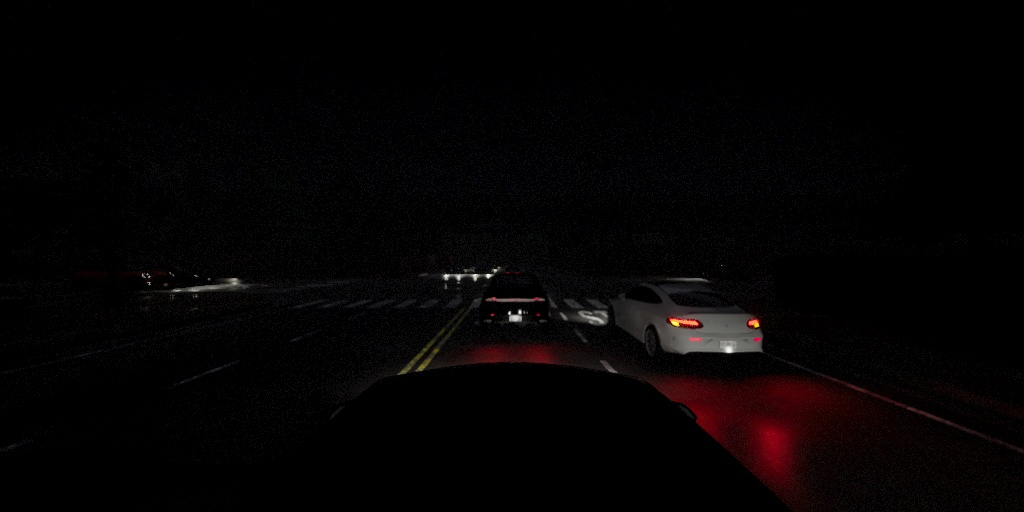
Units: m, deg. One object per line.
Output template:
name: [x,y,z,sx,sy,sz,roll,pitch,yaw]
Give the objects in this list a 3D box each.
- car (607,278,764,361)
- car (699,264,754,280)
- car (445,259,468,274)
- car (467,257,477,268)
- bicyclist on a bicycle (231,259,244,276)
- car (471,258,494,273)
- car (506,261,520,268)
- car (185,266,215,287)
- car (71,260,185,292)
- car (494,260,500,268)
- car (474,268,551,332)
car: [3.585,1.303,8.234,1.812,1.442,4.674,0,0,0]
car: [19.055,1.386,31.976,4.181,1.385,1.994,0,0,0]
car: [-7.123,1.436,44.831,1.837,1.490,4.892,0,0,1]
car: [-7.088,1.231,63.034,2.150,2.045,5.566,0,0,0]
bicyclist on a bicycle: [-27.282,1.139,35.678,0.582,1.620,1.656,0,0,0]
car: [-3.608,1.410,44.839,1.882,1.535,5.008,0,0,0]
car: [0.071,1.489,52.101,1.812,1.442,4.674,0,0,0]
car: [-23.182,1.317,24.633,4.674,1.442,1.812,0,0,-1]
car: [-22.682,1.129,21.124,4.553,1.767,2.097,0,0,-1]
car: [-3.593,1.479,61.152,1.882,1.535,5.008,0,0,0]
car: [0.088,1.282,11.025,2.128,1.511,4.902,0,0,0]
